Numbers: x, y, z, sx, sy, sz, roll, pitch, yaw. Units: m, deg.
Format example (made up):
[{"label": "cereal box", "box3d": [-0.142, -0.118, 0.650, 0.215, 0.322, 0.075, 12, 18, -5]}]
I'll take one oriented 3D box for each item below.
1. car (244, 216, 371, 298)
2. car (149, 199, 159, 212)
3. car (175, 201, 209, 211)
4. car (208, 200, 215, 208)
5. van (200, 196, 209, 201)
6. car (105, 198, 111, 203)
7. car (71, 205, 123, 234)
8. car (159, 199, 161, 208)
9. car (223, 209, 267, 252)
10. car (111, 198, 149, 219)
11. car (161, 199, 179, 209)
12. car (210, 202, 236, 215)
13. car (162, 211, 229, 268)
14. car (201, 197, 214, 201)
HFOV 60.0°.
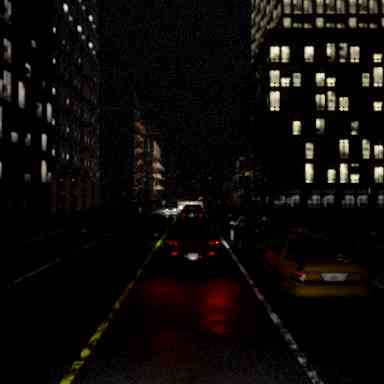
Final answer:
[{"label": "car", "box3d": [2.665, 1.566, 8.533, 1.752, 1.417, 4.829, 0, 0, 0]}, {"label": "car", "box3d": [-5.697, 1.761, 42.522, 1.887, 1.381, 4.507, 0, 0, 0]}, {"label": "car", "box3d": [0.038, 1.674, 25.867, 2.033, 1.411, 5.357, 0, 0, 0]}, {"label": "car", "box3d": [2.653, 1.720, 31.119, 1.947, 1.339, 4.313, 0, 0, 0]}, {"label": "van", "box3d": [2.648, 1.622, 53.876, 1.690, 1.788, 3.998, 0, 0, 0]}, {"label": "car", "box3d": [-17.483, 1.929, 74.681, 4.206, 1.307, 1.802, 0, -1, 0]}, {"label": "car", "box3d": [-5.691, 1.662, 19.765, 1.947, 1.339, 4.313, 0, 0, 0]}, {"label": "car", "box3d": [-5.700, 1.847, 53.899, 1.947, 1.339, 4.313, 0, 0, 0]}, {"label": "car", "box3d": [2.659, 1.618, 14.052, 2.008, 1.369, 4.403, 0, 0, 0]}, {"label": "car", "box3d": [-5.693, 1.470, 31.144, 2.192, 1.841, 5.009, 0, 0, 0]}, {"label": "car", "box3d": [-3.091, 1.755, 50.724, 2.128, 1.511, 4.902, 0, 0, 0]}, {"label": "car", "box3d": [2.655, 1.690, 25.430, 1.947, 1.339, 4.313, 0, 0, 0]}, {"label": "car", "box3d": [0.045, 1.580, 11.321, 1.812, 1.442, 4.674, 0, 0, 0]}, {"label": "car", "box3d": [2.649, 1.830, 48.186, 1.802, 1.307, 4.206, 0, 0, 0]}]
